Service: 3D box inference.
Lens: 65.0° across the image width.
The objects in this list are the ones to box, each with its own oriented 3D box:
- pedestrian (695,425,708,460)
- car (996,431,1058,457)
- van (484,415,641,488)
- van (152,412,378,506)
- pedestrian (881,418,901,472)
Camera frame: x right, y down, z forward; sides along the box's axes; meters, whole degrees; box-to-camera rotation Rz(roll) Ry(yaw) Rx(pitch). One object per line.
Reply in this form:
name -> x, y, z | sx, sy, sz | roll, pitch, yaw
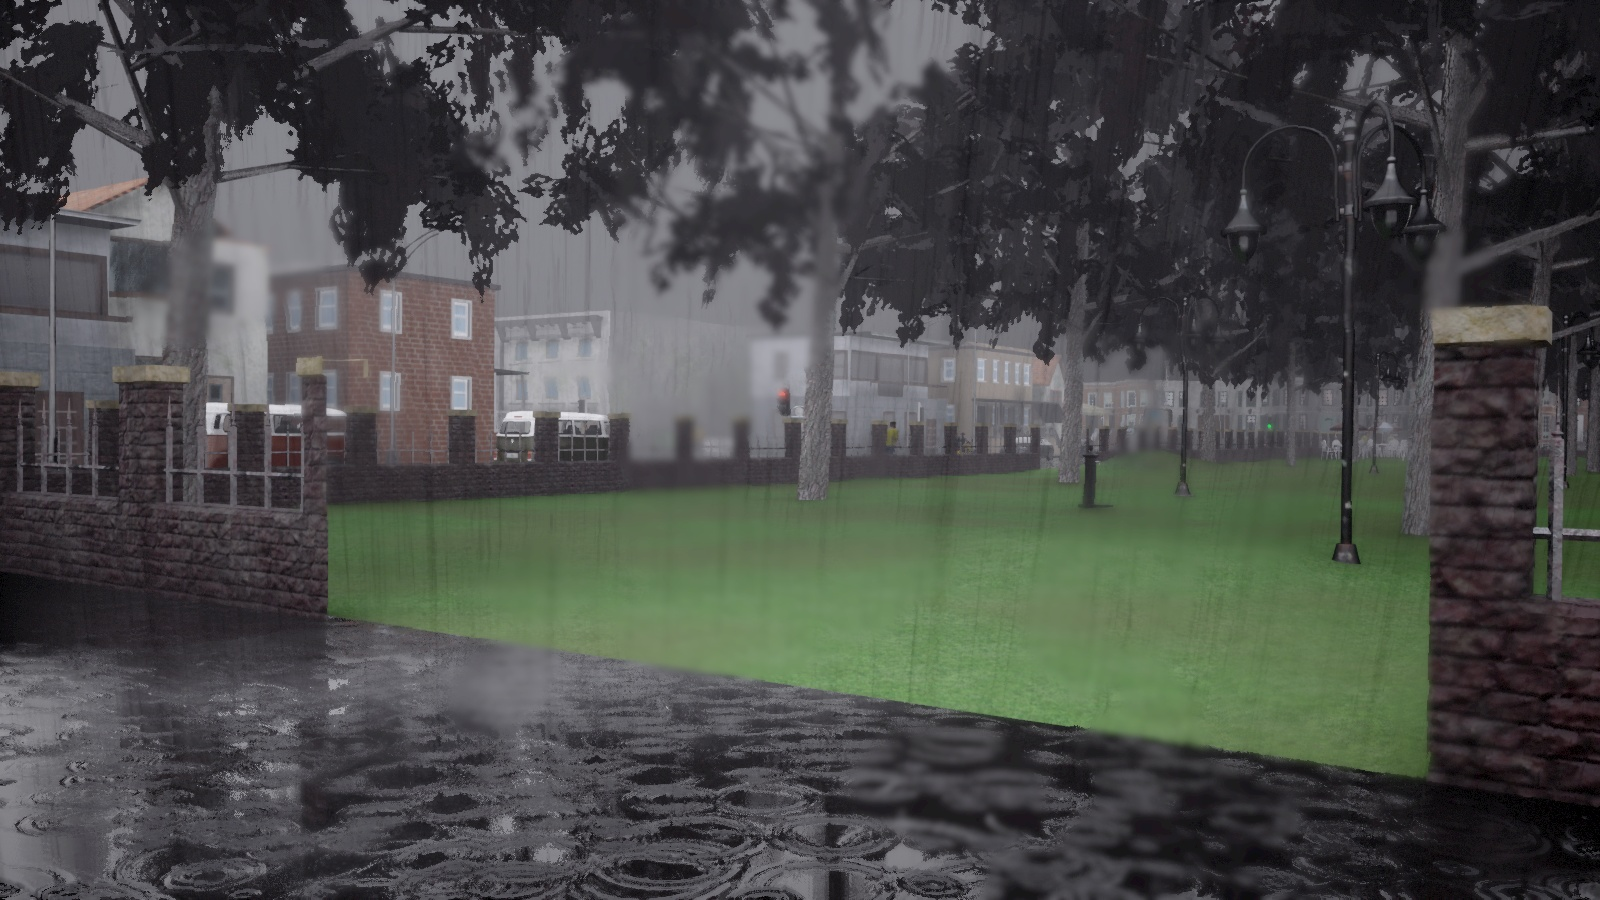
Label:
pedestrian -> -5.225, -0.420, 66.560 | 0.431, 1.840, 0.709 | -1, 1, -27
car -> 13.397, -0.373, 73.902 | 1.812, 1.442, 4.674 | 0, 1, 35
van -> -7.002, 0.007, 37.457 | 2.069, 2.038, 4.480 | 0, 1, 33
van -> -12.479, 0.164, 29.562 | 2.069, 2.038, 4.480 | 0, 1, 33
pedestrian -> 3.089, -0.170, 42.689 | 0.354, 1.836, 0.706 | 0, 1, 35
